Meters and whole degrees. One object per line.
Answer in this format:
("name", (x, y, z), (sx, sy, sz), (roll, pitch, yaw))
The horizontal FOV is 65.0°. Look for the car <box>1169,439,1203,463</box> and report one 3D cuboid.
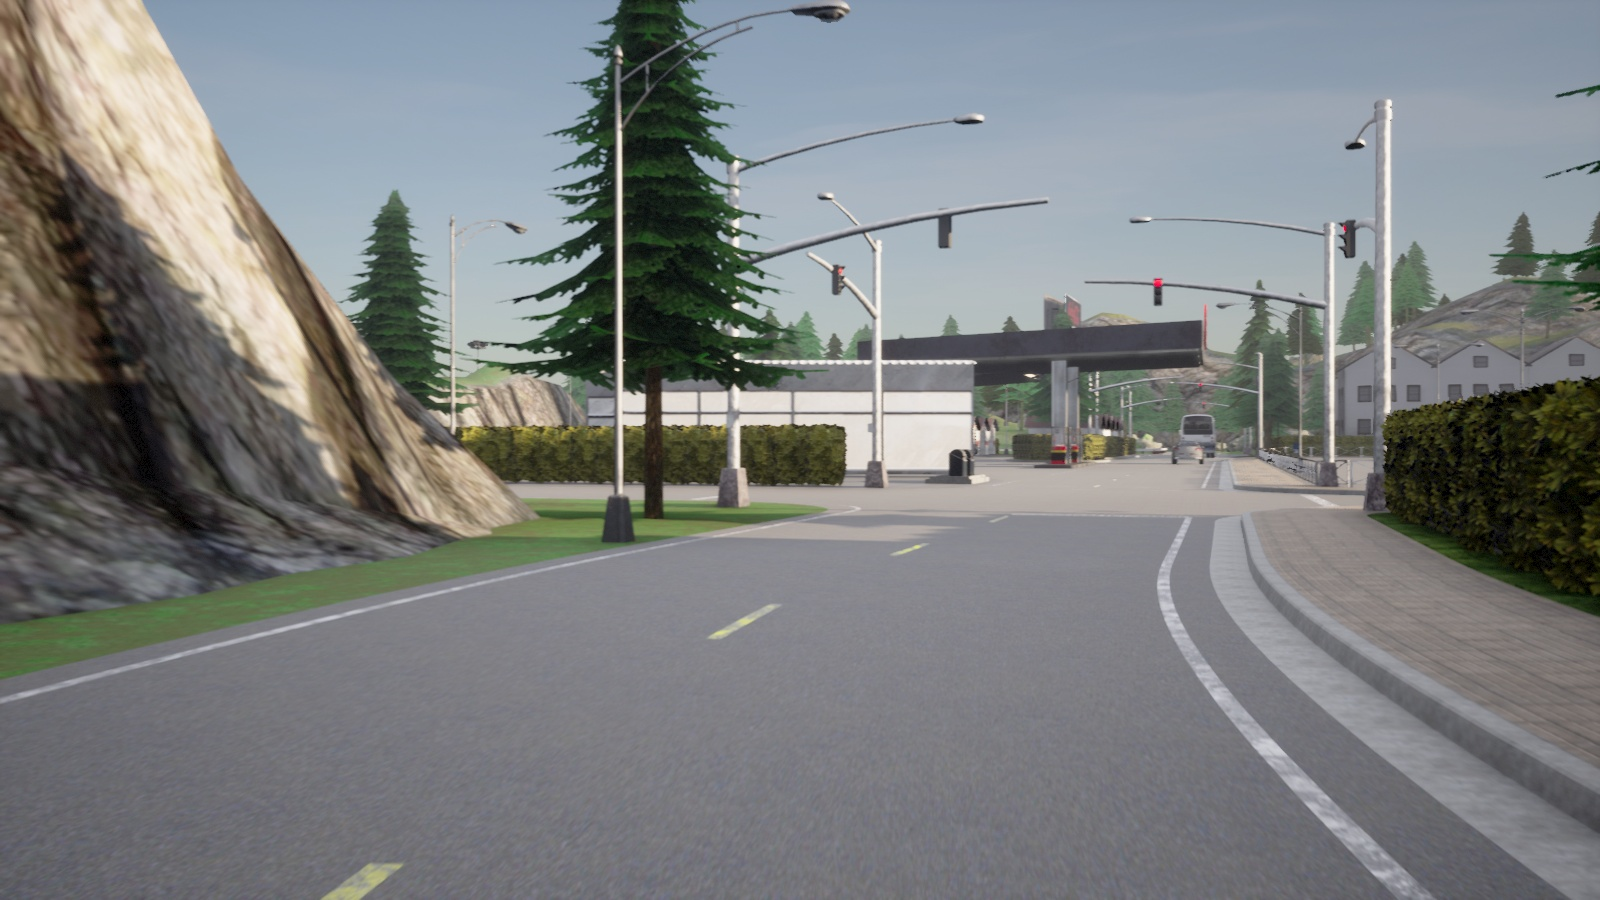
("car", (27.310, 0.069, 88.720), (2.152, 1.651, 5.027), (0, 0, 19))
